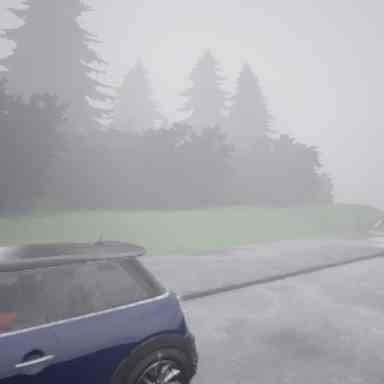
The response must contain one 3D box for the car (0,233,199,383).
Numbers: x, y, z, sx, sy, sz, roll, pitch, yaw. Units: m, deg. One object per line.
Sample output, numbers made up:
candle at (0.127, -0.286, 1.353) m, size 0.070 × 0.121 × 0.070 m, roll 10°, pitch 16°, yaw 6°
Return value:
car at (-2.211, 1.352, 3.029) m, size 4.553 × 1.767 × 2.097 m, roll 0°, pitch 0°, yaw -35°
